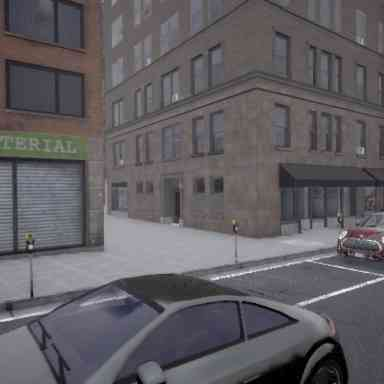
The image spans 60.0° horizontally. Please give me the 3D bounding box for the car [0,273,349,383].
[{"bbox_3d":[-0.437,1.563,3.067,4.181,1.385,1.994,0,0,-35],"label":"car"}]

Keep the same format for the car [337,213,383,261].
[{"bbox_3d":[6.829,1.438,11.539,4.097,1.590,1.967,0,-1,-36],"label":"car"}]
